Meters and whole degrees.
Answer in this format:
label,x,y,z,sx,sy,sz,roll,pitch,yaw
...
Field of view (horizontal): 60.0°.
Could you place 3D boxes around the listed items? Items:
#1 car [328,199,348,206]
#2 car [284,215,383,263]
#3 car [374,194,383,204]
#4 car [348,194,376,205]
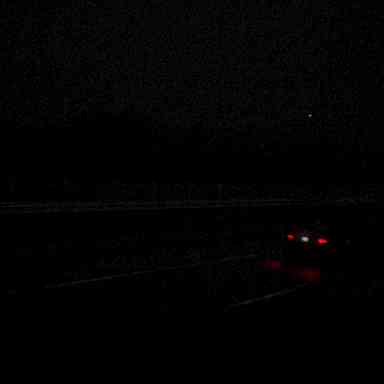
label,x,y,z,sx,sy,sz,roll,pitch,yaw
car,19.418,1.575,42.673,4.674,1.442,1.812,0,0,-33
car,5.654,1.550,11.990,5.357,1.411,2.033,0,0,-35
car,22.340,1.401,36.218,4.553,1.767,2.097,0,0,-33
car,21.624,1.274,39.941,5.566,2.045,2.150,0,0,-33
